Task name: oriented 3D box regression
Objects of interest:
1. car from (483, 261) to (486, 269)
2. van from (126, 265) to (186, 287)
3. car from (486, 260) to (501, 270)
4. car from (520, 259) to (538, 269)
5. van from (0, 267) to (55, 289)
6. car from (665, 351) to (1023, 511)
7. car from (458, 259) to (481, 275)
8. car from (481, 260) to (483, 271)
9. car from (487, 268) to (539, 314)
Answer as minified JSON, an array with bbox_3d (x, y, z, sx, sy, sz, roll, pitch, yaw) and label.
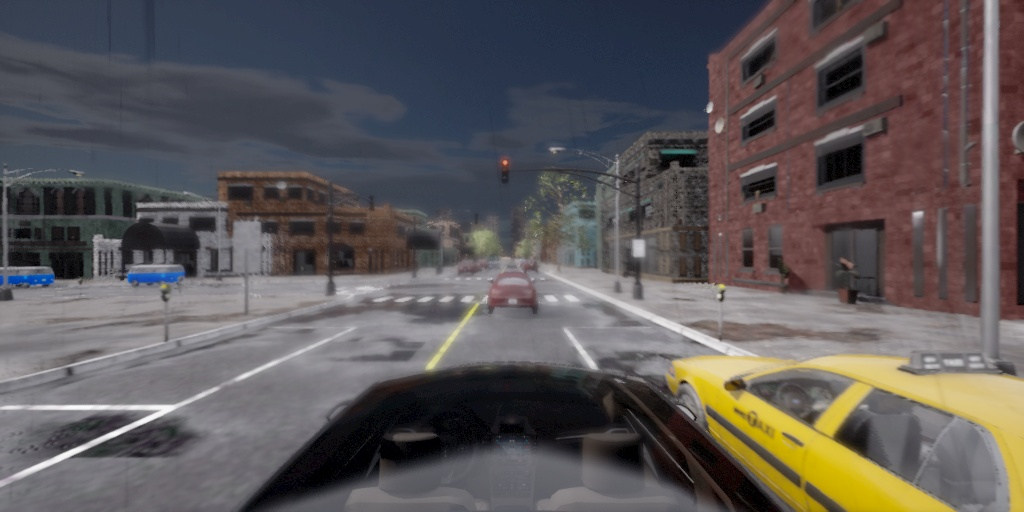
[{"bbox_3d":[-5.669,1.736,56.976,1.802,1.307,4.207,0,0,0],"label":"car"},{"bbox_3d":[-30.287,1.677,30.577,3.998,1.789,1.690,0,0,-1],"label":"van"},{"bbox_3d":[-3.014,1.755,62.113,1.994,1.385,4.181,0,0,1],"label":"car"},{"bbox_3d":[2.711,1.428,51.430,2.192,1.841,5.009,0,0,0],"label":"car"},{"bbox_3d":[-41.604,1.838,30.454,3.998,1.789,1.690,0,0,-1],"label":"van"},{"bbox_3d":[2.694,1.279,2.463,1.751,1.417,4.829,0,0,0],"label":"car"},{"bbox_3d":[-5.672,1.388,45.888,2.192,1.841,5.009,0,0,0],"label":"car"},{"bbox_3d":[-5.671,1.659,51.432,1.888,1.381,4.507,0,0,0],"label":"car"},{"bbox_3d":[0.048,1.368,14.268,1.812,1.442,4.674,0,0,0],"label":"car"}]
